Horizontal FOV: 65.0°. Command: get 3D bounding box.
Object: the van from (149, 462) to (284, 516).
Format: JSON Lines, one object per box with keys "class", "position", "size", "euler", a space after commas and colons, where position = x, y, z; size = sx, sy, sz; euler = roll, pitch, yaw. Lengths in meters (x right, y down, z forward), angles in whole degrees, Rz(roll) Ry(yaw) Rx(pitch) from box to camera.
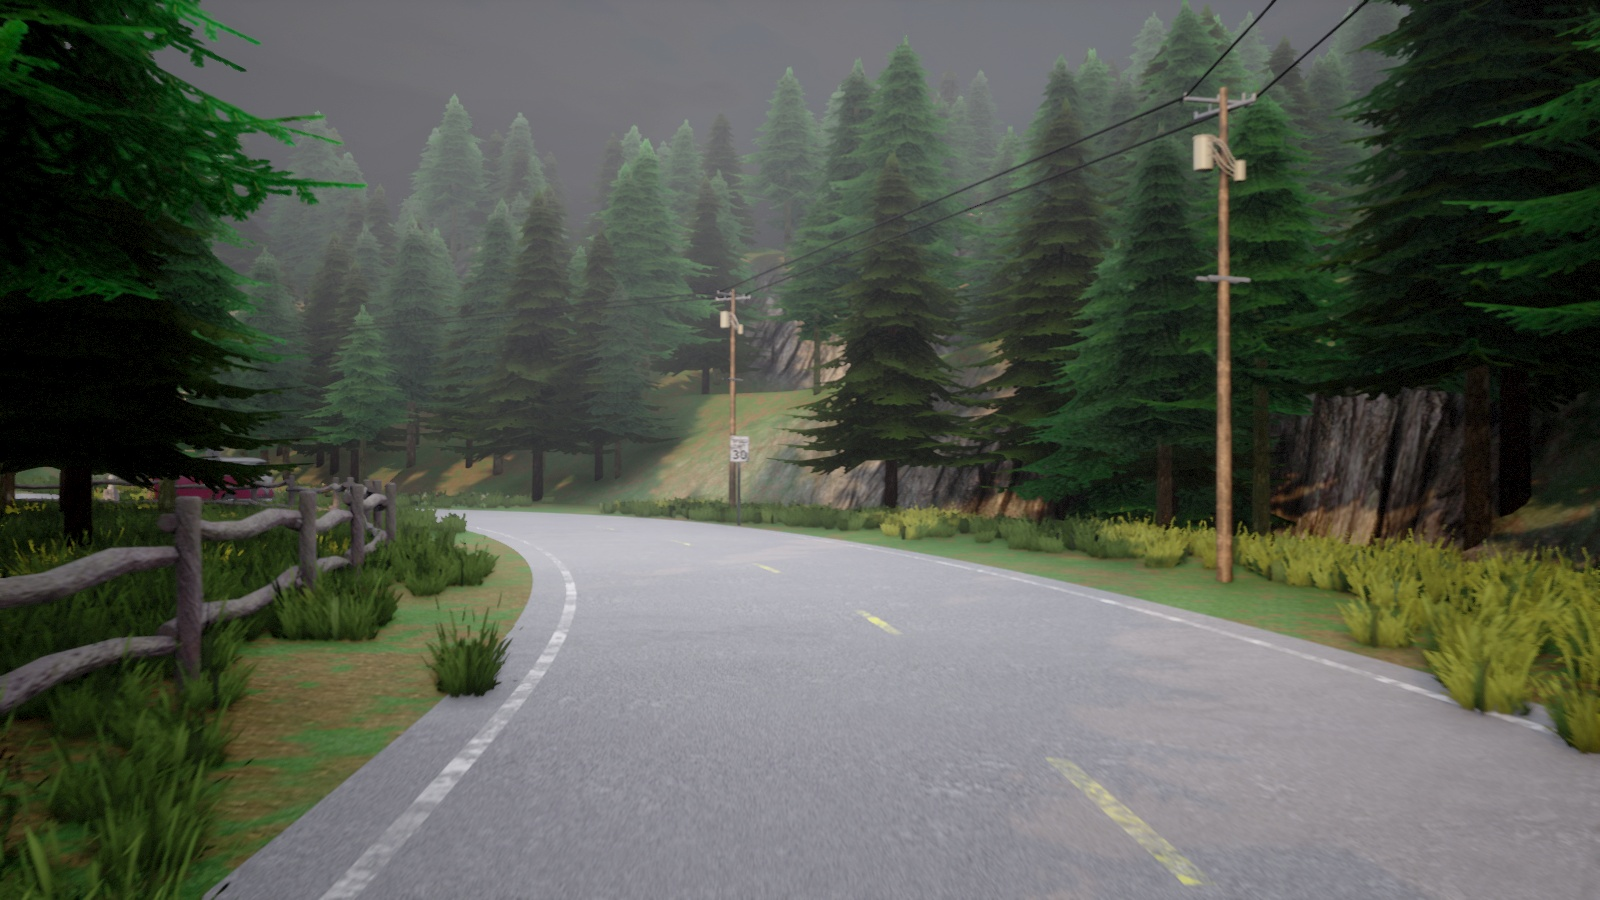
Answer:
{"class": "van", "position": [-21.789, 1.446, 46.956], "size": [4.442, 1.987, 1.775], "euler": [0, -1, 14]}
